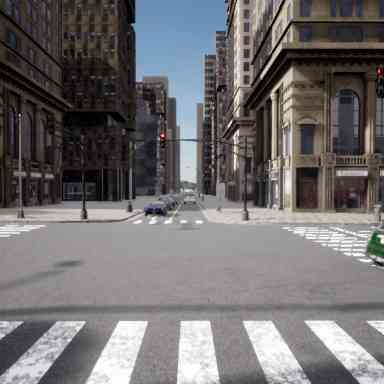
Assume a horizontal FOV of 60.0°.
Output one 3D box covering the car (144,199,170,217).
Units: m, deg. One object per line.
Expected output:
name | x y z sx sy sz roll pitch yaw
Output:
car | -3.375 1.593 31.547 1.895 1.301 4.718 0 0 -1

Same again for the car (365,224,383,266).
car | 7.693 1.490 9.670 4.553 1.767 2.097 1 1 0

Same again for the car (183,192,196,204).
car | -0.421 1.208 62.379 2.150 2.045 5.566 0 0 0

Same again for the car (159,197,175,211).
car | -3.455 1.495 40.877 1.837 1.490 4.892 0 0 -1

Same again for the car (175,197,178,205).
car | -3.518 1.514 50.207 1.812 1.442 4.674 0 0 -1

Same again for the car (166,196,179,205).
car | -3.562 1.534 60.884 2.033 1.411 5.357 0 0 0
